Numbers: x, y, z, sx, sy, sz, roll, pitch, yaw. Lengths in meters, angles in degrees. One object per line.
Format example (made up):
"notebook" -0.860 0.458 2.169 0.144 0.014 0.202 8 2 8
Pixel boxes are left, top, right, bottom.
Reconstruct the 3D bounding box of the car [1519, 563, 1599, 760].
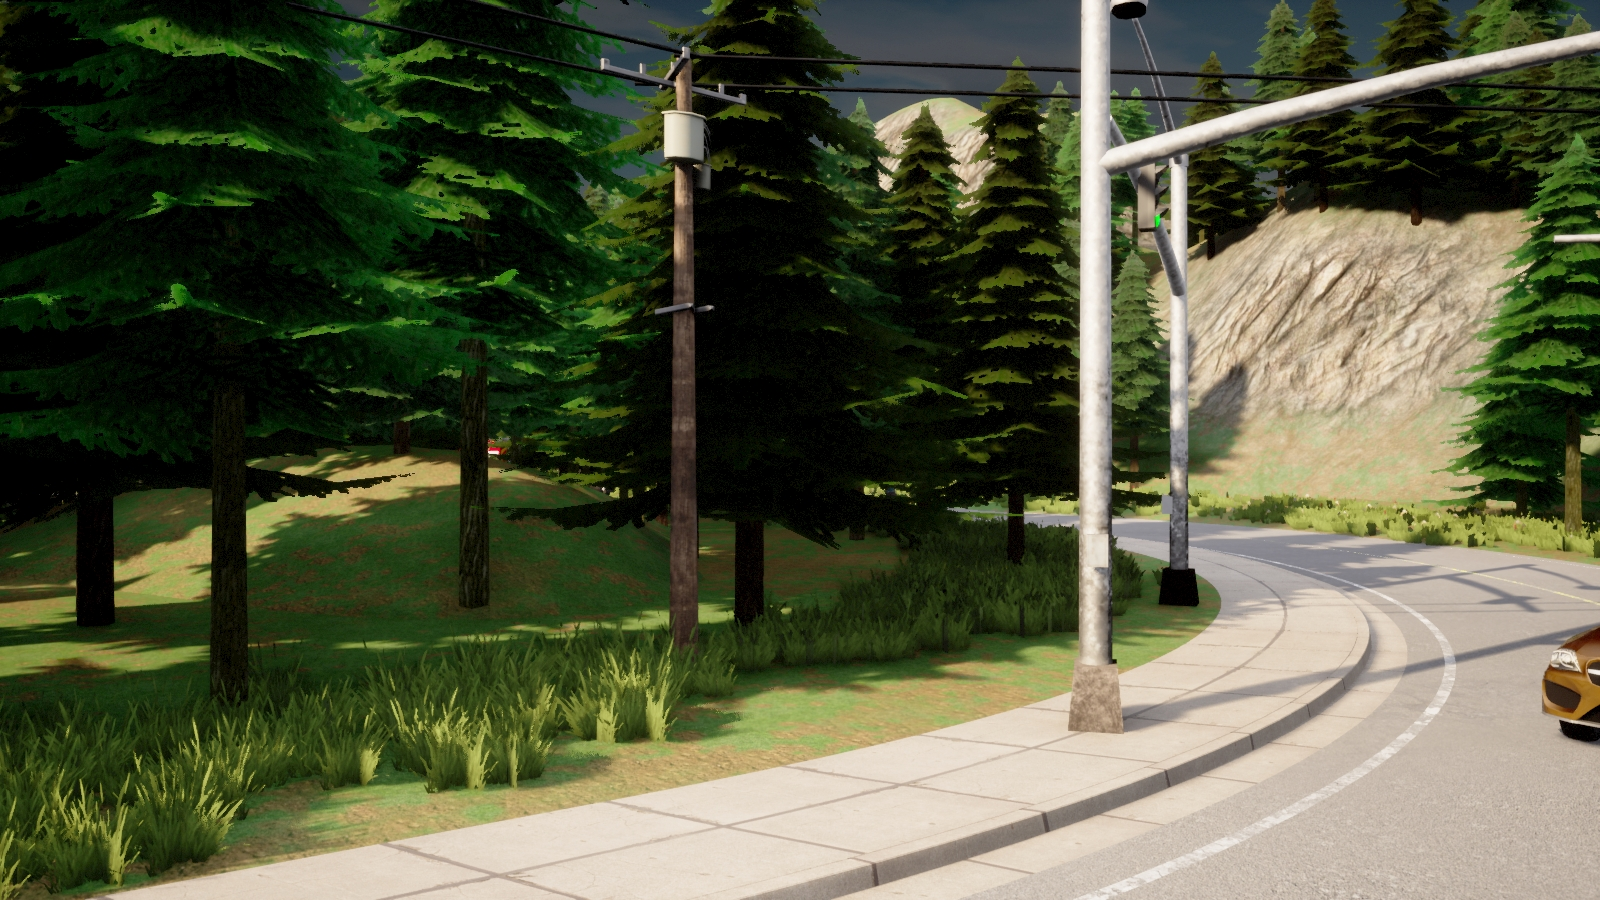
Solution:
"car" 9.577 1.970 11.147 5.027 1.651 2.152 0 0 -29
